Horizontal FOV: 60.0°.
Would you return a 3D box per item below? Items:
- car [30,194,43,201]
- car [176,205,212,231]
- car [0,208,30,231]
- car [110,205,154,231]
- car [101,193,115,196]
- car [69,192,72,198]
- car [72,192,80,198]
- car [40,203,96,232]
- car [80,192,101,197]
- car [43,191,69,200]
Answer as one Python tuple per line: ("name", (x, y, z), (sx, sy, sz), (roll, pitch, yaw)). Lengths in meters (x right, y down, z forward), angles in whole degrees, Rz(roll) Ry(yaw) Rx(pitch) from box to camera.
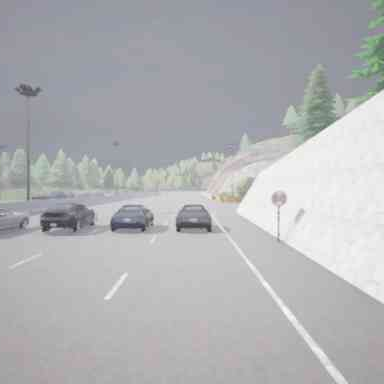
("car", (-31.519, 1.120, 68.828), (1.895, 1.301, 4.718), (0, 0, 0))
("car", (0.095, 1.428, 19.523), (1.994, 1.385, 4.181), (0, 0, 0))
("car", (-10.405, 1.480, 17.382), (1.895, 1.301, 4.718), (0, 0, 0))
("car", (-3.405, 1.429, 19.462), (1.994, 1.385, 4.181), (0, 0, 0))
("car", (-21.023, 0.893, 84.693), (1.882, 1.535, 5.008), (0, 0, 0))
("car", (-31.524, 0.770, 84.719), (2.097, 1.767, 4.553), (0, 0, 0))
("car", (-28.023, 0.940, 84.691), (2.128, 1.511, 4.902), (0, 0, 0))
("car", (-6.905, 1.373, 18.992), (1.837, 1.490, 4.892), (0, 0, 0))
("car", (-21.019, 1.077, 68.861), (1.994, 1.385, 4.181), (0, 0, 0))
("car", (-28.019, 0.750, 68.826), (2.150, 2.045, 5.566), (0, 0, 0))
